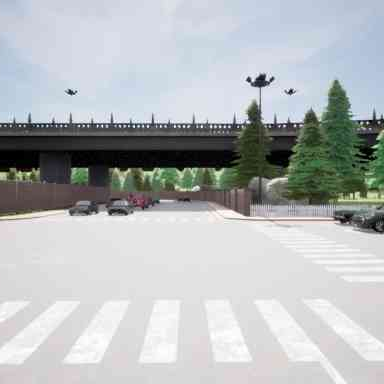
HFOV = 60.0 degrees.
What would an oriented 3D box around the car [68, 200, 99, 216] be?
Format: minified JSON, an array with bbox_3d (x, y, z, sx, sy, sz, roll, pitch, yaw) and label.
[{"bbox_3d":[-10.571,1.526,32.906,1.812,1.442,4.674,0,0,0],"label":"car"}]

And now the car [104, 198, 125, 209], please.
[{"bbox_3d":[-10.557,1.525,45.898,1.812,1.442,4.674,0,0,0],"label":"car"}]

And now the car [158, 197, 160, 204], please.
[{"bbox_3d":[-7.197,1.547,64.403,2.033,1.411,5.357,0,0,-3],"label":"car"}]

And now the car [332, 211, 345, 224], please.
[{"bbox_3d":[11.985,1.545,22.179,4.718,1.301,1.895,0,0,2],"label":"car"}]

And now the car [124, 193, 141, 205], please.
[{"bbox_3d":[-10.621,1.223,59.938,2.150,2.045,5.566,0,0,-1],"label":"car"}]

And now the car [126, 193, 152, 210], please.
[{"bbox_3d":[-7.045,1.221,43.734,2.150,2.045,5.566,0,0,0],"label":"car"}]

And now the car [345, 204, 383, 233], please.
[{"bbox_3d":[11.481,1.297,18.671,4.553,1.767,2.097,0,0,2],"label":"car"}]

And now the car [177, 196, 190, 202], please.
[{"bbox_3d":[-1.908,1.553,75.198,1.994,1.385,4.181,0,0,-19],"label":"car"}]

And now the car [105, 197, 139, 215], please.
[{"bbox_3d":[-7.043,1.547,33.560,2.033,1.411,5.357,0,0,0],"label":"car"}]

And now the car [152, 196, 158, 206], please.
[{"bbox_3d":[-7.046,1.564,53.742,1.994,1.385,4.181,0,0,0],"label":"car"}]
